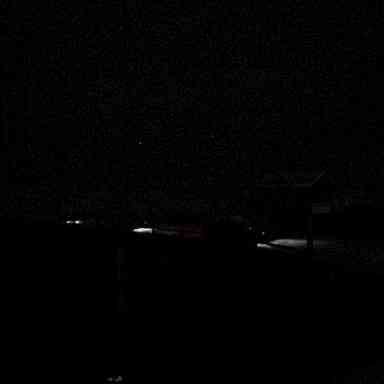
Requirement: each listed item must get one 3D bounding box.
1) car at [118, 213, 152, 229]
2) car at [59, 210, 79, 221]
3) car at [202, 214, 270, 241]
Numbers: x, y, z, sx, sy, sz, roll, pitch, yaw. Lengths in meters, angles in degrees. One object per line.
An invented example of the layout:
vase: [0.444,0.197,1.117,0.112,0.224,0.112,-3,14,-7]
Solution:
car: [-5.247,2.623,30.839,1.994,1.385,4.181,0,-2,-36]
car: [-18.208,3.503,49.091,1.837,1.490,4.892,0,-3,-35]
car: [2.500,2.057,20.109,1.812,1.442,4.674,0,-2,-37]
